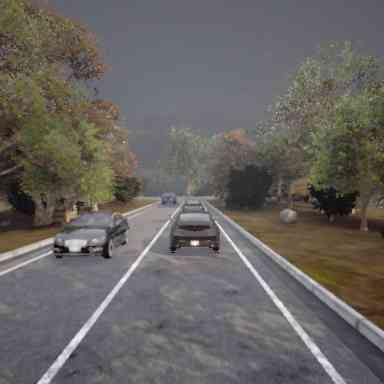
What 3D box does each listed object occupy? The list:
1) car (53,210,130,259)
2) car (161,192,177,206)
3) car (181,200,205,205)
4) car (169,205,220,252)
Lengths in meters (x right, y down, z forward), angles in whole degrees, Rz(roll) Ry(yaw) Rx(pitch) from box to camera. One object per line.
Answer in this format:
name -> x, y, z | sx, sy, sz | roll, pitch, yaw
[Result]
car -> -3.601, 1.486, 12.680 | 2.128, 1.511, 4.902 | 0, 0, 0
car -> -3.572, 1.049, 52.961 | 2.150, 2.045, 5.566 | 0, 0, 0
car -> 0.100, 1.429, 29.904 | 2.128, 1.511, 4.902 | 0, 0, 0
car -> 0.100, 1.498, 13.835 | 1.837, 1.490, 4.892 | 0, 0, 0
